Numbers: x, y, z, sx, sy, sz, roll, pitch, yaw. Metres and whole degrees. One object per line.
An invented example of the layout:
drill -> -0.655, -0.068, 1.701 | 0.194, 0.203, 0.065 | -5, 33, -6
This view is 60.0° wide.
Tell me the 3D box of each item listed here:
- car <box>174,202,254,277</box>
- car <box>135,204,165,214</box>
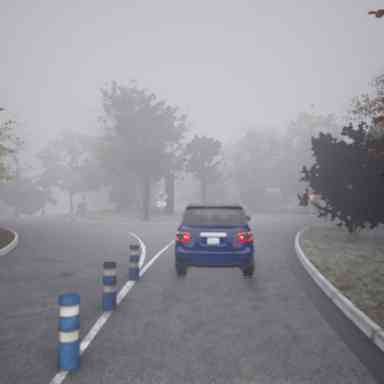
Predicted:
car -> 0.772, 1.351, 10.888 | 2.150, 2.045, 5.566 | 0, -1, 5
car -> -6.134, 2.636, 51.456 | 5.357, 1.411, 2.033 | 0, -2, -14
